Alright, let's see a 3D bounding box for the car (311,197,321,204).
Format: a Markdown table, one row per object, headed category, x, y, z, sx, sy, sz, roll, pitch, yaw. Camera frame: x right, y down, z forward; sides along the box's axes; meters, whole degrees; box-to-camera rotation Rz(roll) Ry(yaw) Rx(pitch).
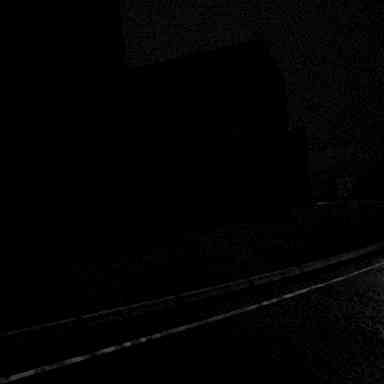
| category | x | y | z | sx | sy | sz | roll | pitch | yaw |
| --- | --- | --- | --- | --- | --- | --- | --- | --- | --- |
| car | 27.037 | 1.886 | 75.537 | 2.033 | 1.411 | 5.357 | -6 | -1 | -10 |
